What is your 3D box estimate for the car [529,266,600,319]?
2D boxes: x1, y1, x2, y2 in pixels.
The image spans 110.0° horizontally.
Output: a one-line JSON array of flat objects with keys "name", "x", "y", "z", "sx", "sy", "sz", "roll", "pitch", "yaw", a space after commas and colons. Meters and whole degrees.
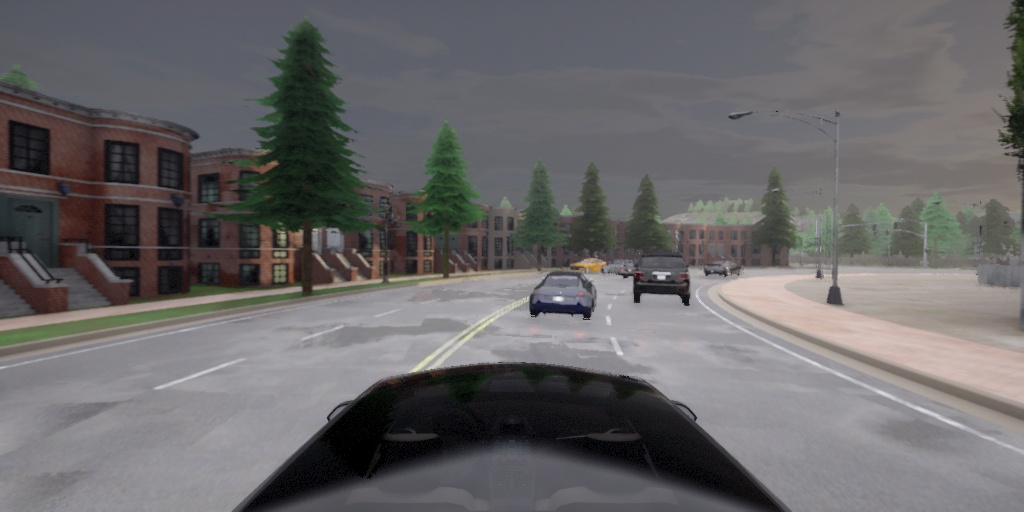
[{"name": "car", "x": 1.899, "y": 1.230, "z": 12.577, "sx": 1.994, "sy": 1.385, "sz": 4.181, "roll": 1, "pitch": 1, "yaw": 15}]

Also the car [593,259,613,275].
[{"name": "car", "x": 10.172, "y": 1.033, "z": 33.846, "sx": 4.902, "sy": 1.511, "sz": 2.128, "roll": 0, "pitch": 1, "yaw": -45}]

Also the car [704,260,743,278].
[{"name": "car", "x": 19.044, "y": 1.128, "z": 32.229, "sx": 4.902, "sy": 1.511, "sz": 2.128, "roll": 0, "pitch": 1, "yaw": -39}]

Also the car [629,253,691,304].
[{"name": "car", "x": 6.704, "y": 0.897, "z": 16.172, "sx": 2.150, "sy": 2.045, "sz": 5.566, "roll": 0, "pitch": 0, "yaw": 22}]

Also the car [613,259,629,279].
[{"name": "car", "x": 10.503, "y": 1.137, "z": 28.991, "sx": 2.033, "sy": 1.411, "sz": 5.357, "roll": 1, "pitch": 1, "yaw": 40}]

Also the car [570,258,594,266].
[{"name": "car", "x": 7.811, "y": 0.974, "z": 36.419, "sx": 5.008, "sy": 1.535, "sz": 1.882, "roll": 0, "pitch": 1, "yaw": -44}]
